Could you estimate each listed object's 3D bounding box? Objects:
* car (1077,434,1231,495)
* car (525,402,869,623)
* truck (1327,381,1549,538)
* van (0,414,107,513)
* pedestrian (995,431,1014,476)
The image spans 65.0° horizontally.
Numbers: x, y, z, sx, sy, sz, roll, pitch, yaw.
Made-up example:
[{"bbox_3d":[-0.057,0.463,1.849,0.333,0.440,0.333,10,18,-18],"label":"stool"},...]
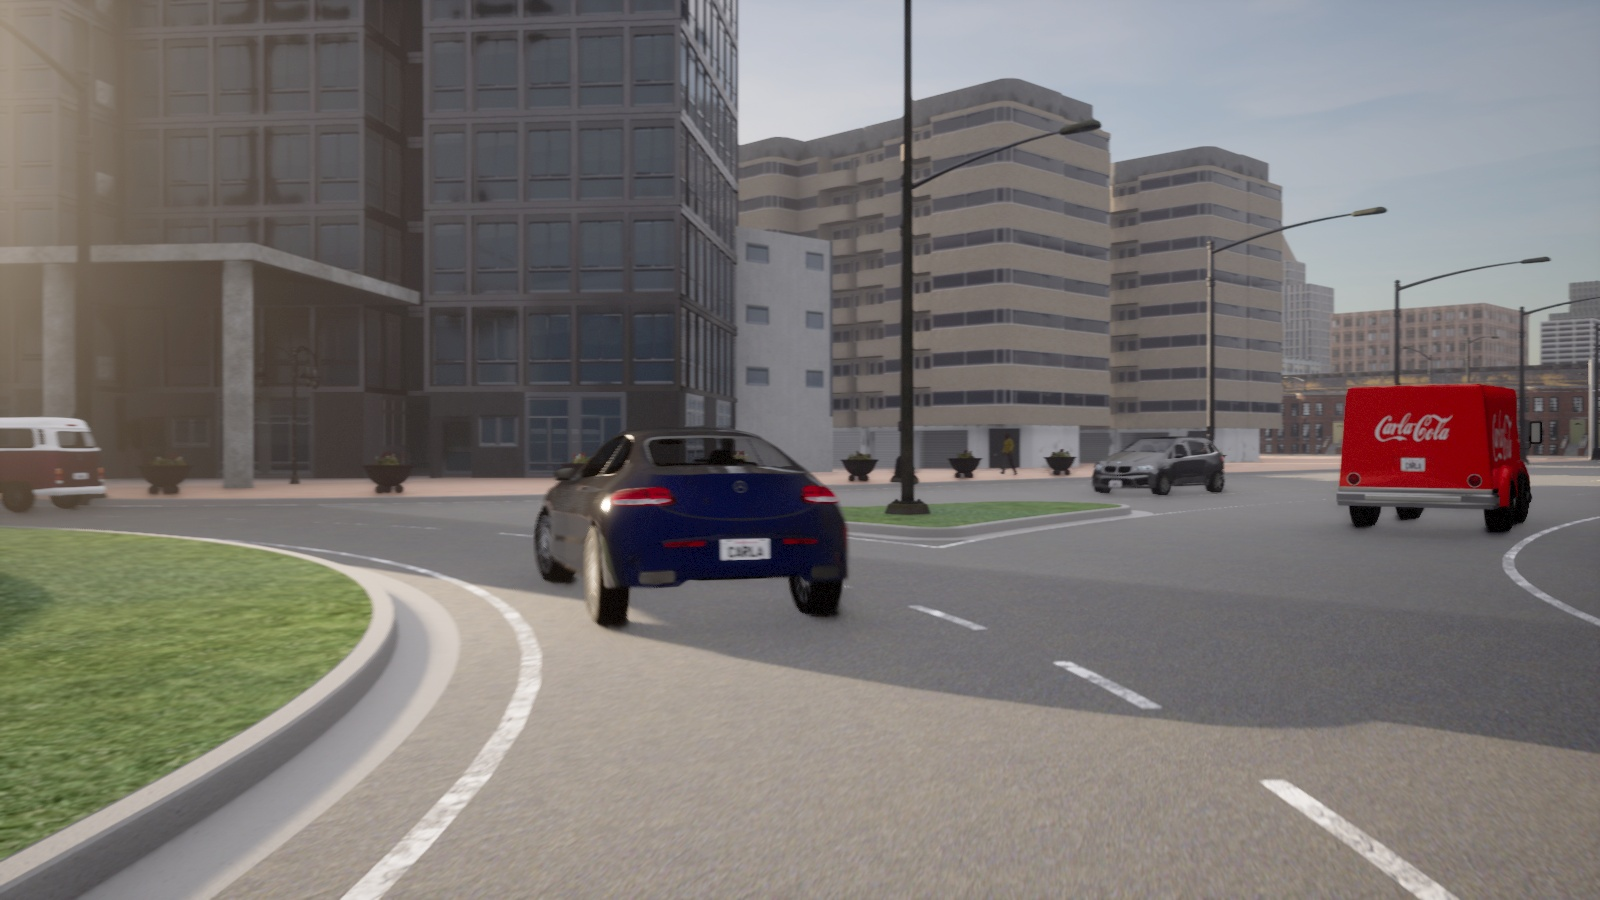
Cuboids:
[{"bbox_3d":[10.382,0.380,36.696,4.611,1.667,2.242,0,0,-43],"label":"car"},{"bbox_3d":[-1.272,0.449,12.102,2.152,1.651,5.027,0,0,-19],"label":"car"},{"bbox_3d":[11.620,0.137,22.654,2.627,2.467,5.204,0,0,38],"label":"truck"},{"bbox_3d":[-17.835,0.278,27.270,4.480,2.038,2.069,0,0,6],"label":"van"},{"bbox_3d":[8.419,0.127,51.715,0.726,1.835,0.370,0,0,-42],"label":"pedestrian"}]
